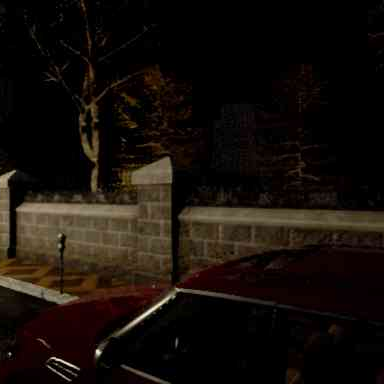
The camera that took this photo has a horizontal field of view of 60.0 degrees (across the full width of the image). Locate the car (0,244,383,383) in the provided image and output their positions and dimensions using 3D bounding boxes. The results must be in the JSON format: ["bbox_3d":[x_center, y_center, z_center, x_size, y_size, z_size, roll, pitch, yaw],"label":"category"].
[{"bbox_3d":[0.727,1.319,2.202,5.009,1.841,2.192,0,0,35],"label":"car"}]
